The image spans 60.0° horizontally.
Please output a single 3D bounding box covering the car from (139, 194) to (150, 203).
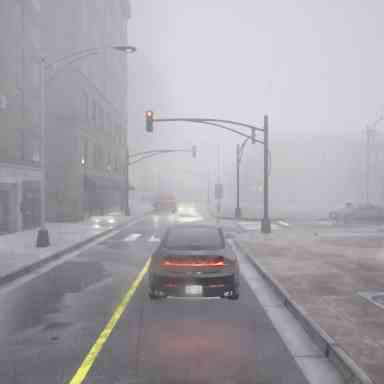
[{"bbox_3d":[-8.384,1.293,70.057,5.566,2.045,2.150,0,0,9],"label":"car"}]

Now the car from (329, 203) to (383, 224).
[{"bbox_3d":[12.067,1.515,23.772,4.181,1.385,1.994,0,0,0],"label":"car"}]

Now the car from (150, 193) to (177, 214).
[{"bbox_3d":[-2.826,1.233,36.054,2.150,2.045,5.566,0,0,1],"label":"car"}]

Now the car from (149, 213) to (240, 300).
[{"bbox_3d":[0.060,1.505,8.385,1.837,1.490,4.892,0,0,1],"label":"car"}]
